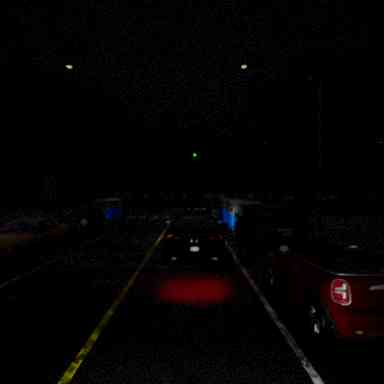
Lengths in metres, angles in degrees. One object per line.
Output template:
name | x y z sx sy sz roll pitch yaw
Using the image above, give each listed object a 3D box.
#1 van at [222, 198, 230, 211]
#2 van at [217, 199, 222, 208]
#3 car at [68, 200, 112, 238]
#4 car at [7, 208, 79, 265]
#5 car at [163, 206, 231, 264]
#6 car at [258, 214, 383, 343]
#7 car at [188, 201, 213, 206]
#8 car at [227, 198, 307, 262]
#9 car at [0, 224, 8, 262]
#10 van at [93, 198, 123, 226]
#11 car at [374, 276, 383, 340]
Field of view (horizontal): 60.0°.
van | 2.717 1.313 17.327 1.690 1.788 3.998 0 0 0
van | 2.703 1.305 22.764 1.690 1.788 3.998 0 0 0
car | -5.808 1.413 17.305 1.967 1.590 4.097 0 0 0
car | -5.794 1.506 11.698 1.752 1.417 4.829 0 0 0
car | 0.070 1.458 11.835 1.882 1.535 5.008 0 0 0
car | 2.745 1.429 6.452 1.967 1.590 4.097 0 0 0
car | 0.591 1.453 26.720 2.128 1.511 4.902 0 0 8
car | 2.731 1.295 11.889 2.192 1.841 5.009 0 0 0
car | -5.780 1.555 6.430 1.947 1.339 4.313 0 0 0
van | -5.822 1.305 22.743 1.690 1.788 3.998 0 0 0
car | 2.759 1.543 1.015 1.887 1.381 4.507 0 0 0
